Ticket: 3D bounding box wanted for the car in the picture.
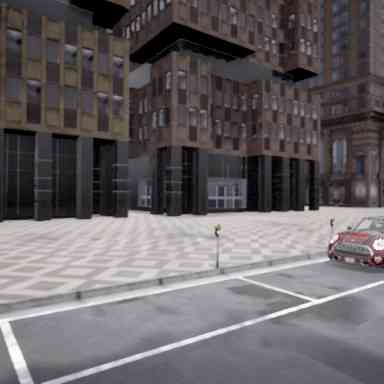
[{"bbox_3d":[6.392,1.551,11.205,4.097,1.590,1.967,1,0,-35],"label":"car"}]
